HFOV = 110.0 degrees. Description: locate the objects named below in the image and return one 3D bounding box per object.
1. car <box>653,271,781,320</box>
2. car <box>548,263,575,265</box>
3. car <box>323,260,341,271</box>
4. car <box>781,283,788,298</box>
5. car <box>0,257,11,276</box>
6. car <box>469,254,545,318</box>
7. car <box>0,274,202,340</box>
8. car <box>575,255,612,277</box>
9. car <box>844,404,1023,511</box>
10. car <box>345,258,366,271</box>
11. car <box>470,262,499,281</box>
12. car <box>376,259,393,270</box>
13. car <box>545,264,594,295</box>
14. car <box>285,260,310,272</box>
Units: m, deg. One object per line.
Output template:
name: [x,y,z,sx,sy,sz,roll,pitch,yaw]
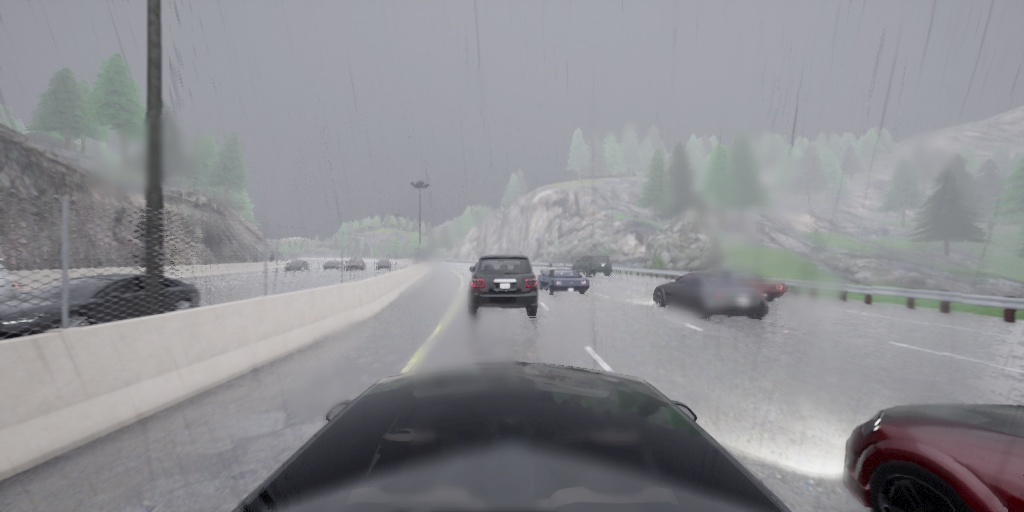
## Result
car: [6.643,1.285,12.486,1.994,1.385,4.181,0,0,-3]
car: [4.088,1.298,34.236,1.895,1.301,4.718,0,0,-10]
car: [-25.259,1.285,50.919,2.033,1.411,5.357,0,0,-16]
car: [9.898,1.310,16.488,1.895,1.301,4.718,0,0,-5]
car: [-14.277,0.995,7.351,2.150,2.045,5.566,0,0,-2]
car: [-0.373,0.957,13.111,2.150,2.045,5.566,0,0,-4]
car: [-10.900,1.268,9.583,1.837,1.490,4.892,0,0,-3]
car: [7.609,0.911,34.399,2.150,2.045,5.566,0,0,-10]
car: [3.513,1.307,0.960,1.994,1.385,4.181,0,0,0]
car: [-20.719,1.085,47.643,2.097,1.767,4.553,0,0,-16]
car: [-2.544,1.262,31.654,2.033,1.411,5.357,0,0,-10]
car: [-17.850,1.227,50.381,1.837,1.490,4.892,0,0,-16]
car: [2.616,1.321,19.401,1.895,1.301,4.718,0,0,-5]
car: [-27.569,1.254,46.208,1.837,1.490,4.892,0,0,-16]
